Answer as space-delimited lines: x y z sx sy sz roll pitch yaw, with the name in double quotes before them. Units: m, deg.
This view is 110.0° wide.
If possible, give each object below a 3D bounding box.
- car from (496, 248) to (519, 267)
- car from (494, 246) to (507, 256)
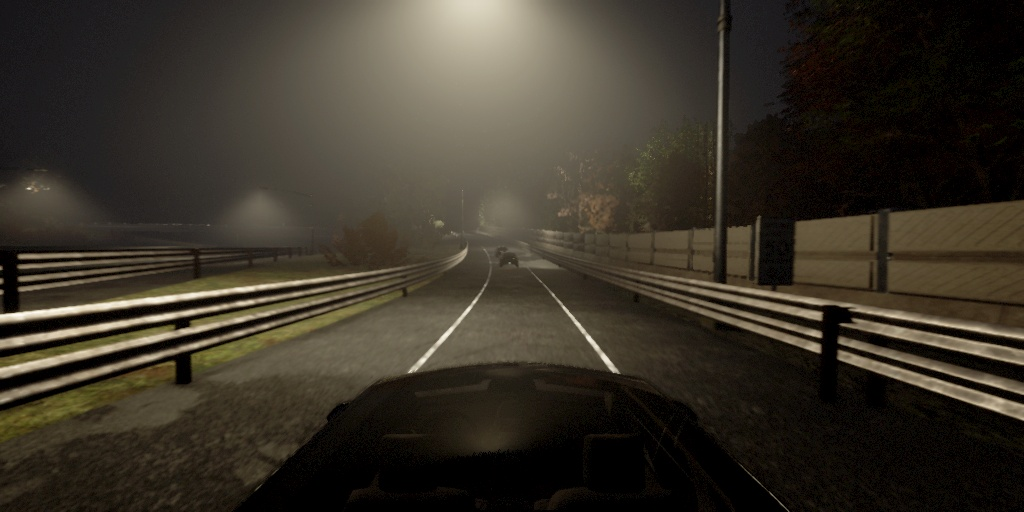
"car" -0.389 0.281 36.554 1.837 1.490 4.892 1 4 -4
"car" -1.380 -0.609 48.811 1.837 1.490 4.892 0 5 -6
